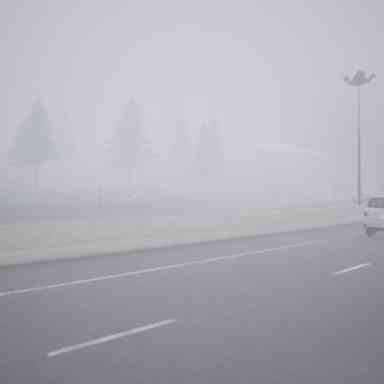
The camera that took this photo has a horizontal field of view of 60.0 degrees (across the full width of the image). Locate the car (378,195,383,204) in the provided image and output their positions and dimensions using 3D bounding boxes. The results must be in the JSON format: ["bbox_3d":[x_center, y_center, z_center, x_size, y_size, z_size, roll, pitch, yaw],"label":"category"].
[{"bbox_3d":[33.989,1.345,57.965,2.033,1.411,5.357,0,0,36],"label":"car"}]

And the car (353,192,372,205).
[{"bbox_3d":[29.814,1.042,58.109,2.150,2.045,5.566,0,1,36],"label":"car"}]

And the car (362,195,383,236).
[{"bbox_3d":[10.696,1.164,16.893,5.566,2.045,2.150,-1,0,-41],"label":"car"}]
